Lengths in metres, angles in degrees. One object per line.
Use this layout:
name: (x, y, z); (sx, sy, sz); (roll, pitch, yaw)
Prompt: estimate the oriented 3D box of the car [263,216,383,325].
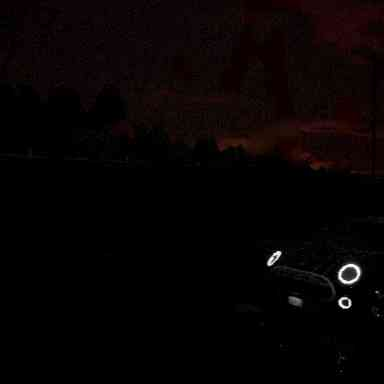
car: (3.662, 1.345, 7.207); (4.553, 1.767, 2.097); (0, 0, -35)
